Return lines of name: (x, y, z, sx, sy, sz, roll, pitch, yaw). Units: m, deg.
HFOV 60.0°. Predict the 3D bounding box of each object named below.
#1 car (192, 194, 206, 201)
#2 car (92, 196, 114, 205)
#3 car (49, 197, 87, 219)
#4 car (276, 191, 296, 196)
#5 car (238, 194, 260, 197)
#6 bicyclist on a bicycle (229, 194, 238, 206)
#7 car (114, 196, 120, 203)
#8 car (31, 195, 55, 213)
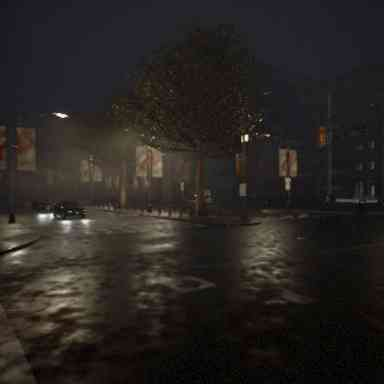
car: (0.969, 1.203, 71.710, 2.161, 1.482, 4.786, 0, 0, -36)
car: (-15.047, 1.420, 54.895, 1.837, 1.490, 4.892, 0, 0, -36)
car: (-10.697, 1.474, 28.957, 1.837, 1.490, 4.892, 0, 0, -36)
car: (25.151, 0.650, 89.631, 2.435, 2.045, 5.566, 0, 0, -36)
car: (11.438, 1.081, 64.216, 2.002, 1.452, 4.674, 0, 0, -36)
bicyclist on a bicycle: (5.637, 1.143, 45.601, 1.656, 1.620, 0.582, -1, 0, -36)
car: (-14.177, 1.375, 59.850, 1.882, 1.535, 5.008, 0, 0, -36)
car: (-16.675, 1.465, 37.326, 2.128, 1.511, 4.902, 0, 0, -36)
